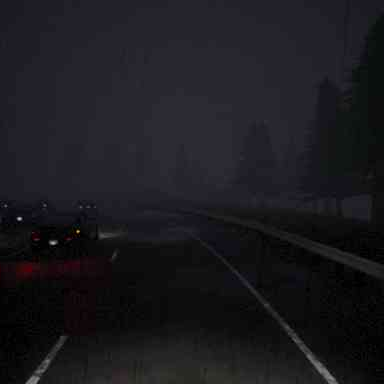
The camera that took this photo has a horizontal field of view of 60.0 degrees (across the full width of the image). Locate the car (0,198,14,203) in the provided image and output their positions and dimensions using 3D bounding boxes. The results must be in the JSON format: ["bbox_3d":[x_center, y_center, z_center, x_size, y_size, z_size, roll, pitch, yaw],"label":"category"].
[{"bbox_3d":[-19.698,1.367,35.442,1.994,1.385,4.181,0,0,-27],"label":"car"}]

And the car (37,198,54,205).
[{"bbox_3d":[-16.099,1.353,36.051,1.994,1.385,4.181,0,0,-27],"label":"car"}]

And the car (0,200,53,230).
[{"bbox_3d":[-10.011,1.447,20.249,1.994,1.385,4.181,0,0,-15],"label":"car"}]

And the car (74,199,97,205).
[{"bbox_3d":[-10.041,1.352,31.429,2.033,1.411,5.357,0,0,-22],"label":"car"}]

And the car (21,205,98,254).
[{"bbox_3d":[-4.868,1.445,13.130,1.812,1.442,4.674,0,0,-8],"label":"car"}]
